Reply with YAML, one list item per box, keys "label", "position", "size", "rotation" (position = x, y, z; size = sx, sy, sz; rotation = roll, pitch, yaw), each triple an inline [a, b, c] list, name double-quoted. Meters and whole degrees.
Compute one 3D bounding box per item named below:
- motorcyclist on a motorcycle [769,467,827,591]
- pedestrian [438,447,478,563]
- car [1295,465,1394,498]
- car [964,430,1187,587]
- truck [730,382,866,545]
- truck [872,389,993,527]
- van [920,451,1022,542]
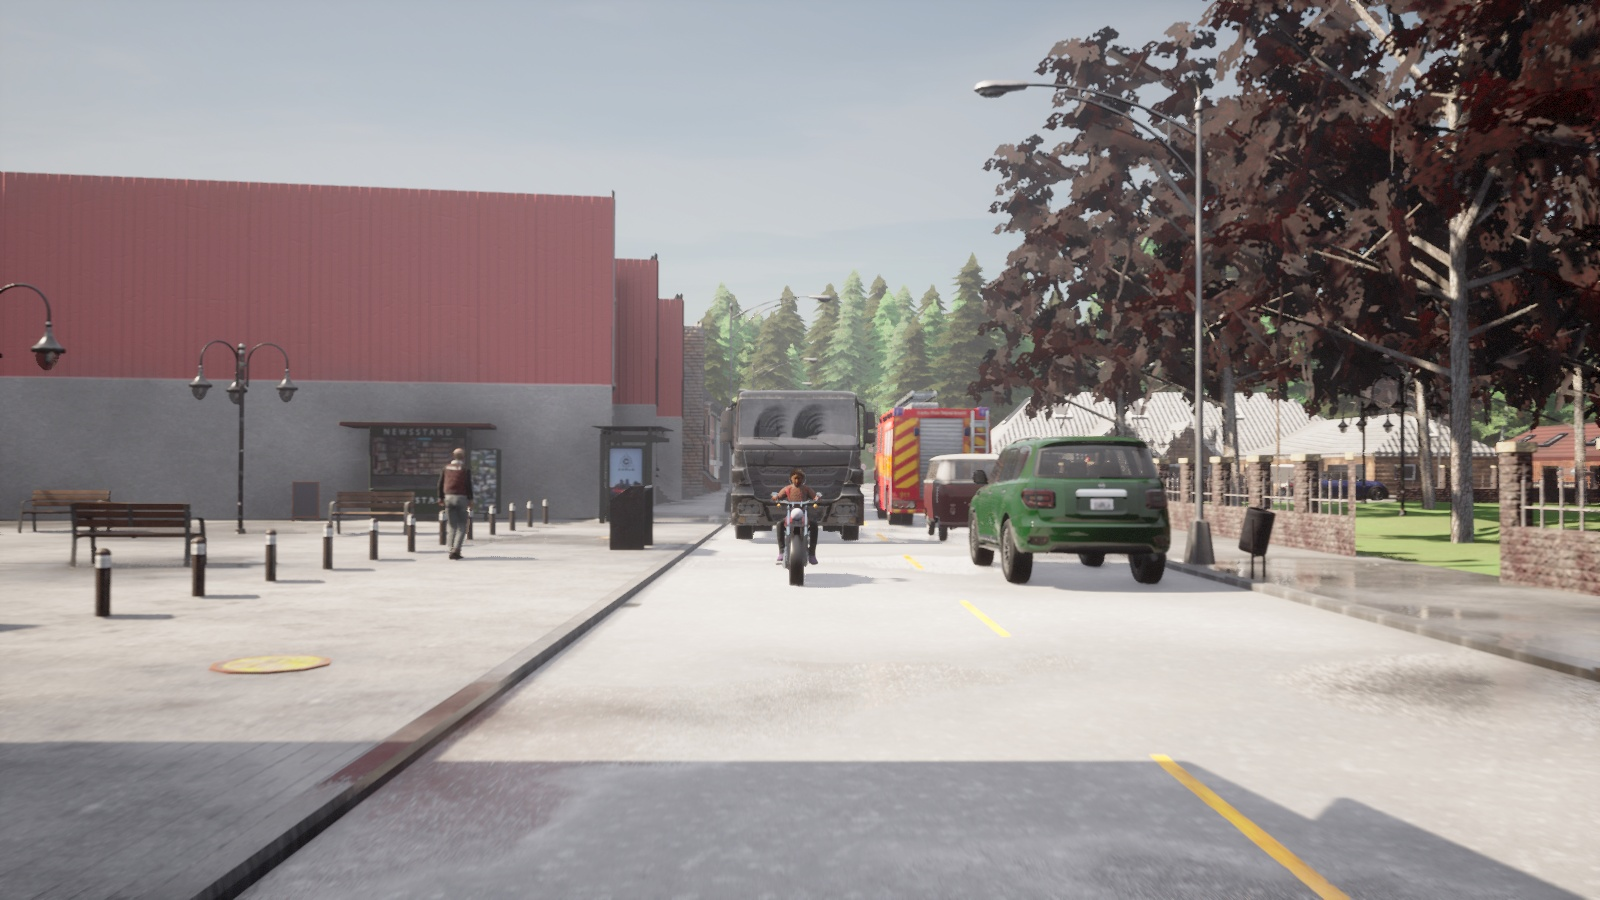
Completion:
- label: "motorcyclist on a motorcycle"
  position: [-0.033, 1.064, 17.853]
  size: [0.766, 1.649, 2.350]
  rotation: [0, -1, 0]
- label: "pedestrian"
  position: [-5.580, 0.890, 20.527]
  size: [0.376, 1.854, 0.720]
  rotation: [0, -1, 9]
- label: "car"
  position: [29.958, 1.711, 69.156]
  size: [4.553, 1.767, 2.097]
  rotation: [0, -1, -2]
- label: "car"
  position: [3.965, 0.835, 19.188]
  size: [2.150, 2.045, 5.566]
  rotation: [0, -1, 0]
- label: "truck"
  position: [-0.051, 0.346, 30.673]
  size: [2.891, 3.462, 7.936]
  rotation: [0, -1, 0]
- label: "truck"
  position: [3.941, 0.292, 39.317]
  size: [2.891, 3.827, 8.468]
  rotation: [0, -1, 0]
- label: "van"
  position: [3.953, 1.048, 29.672]
  size: [1.775, 1.987, 4.442]
  rotation: [0, -1, 0]
